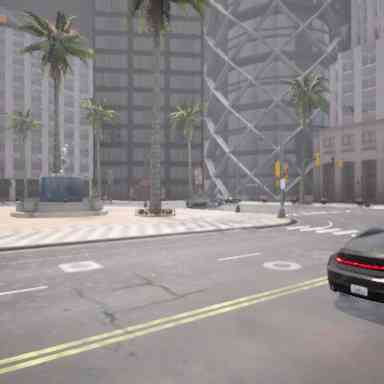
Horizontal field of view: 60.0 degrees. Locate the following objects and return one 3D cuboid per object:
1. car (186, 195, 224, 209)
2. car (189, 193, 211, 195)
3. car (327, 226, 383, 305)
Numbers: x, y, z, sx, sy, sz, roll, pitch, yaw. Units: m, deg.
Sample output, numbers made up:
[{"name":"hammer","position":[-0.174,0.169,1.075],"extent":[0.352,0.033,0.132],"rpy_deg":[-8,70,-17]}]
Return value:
[{"name":"car","position":[1.345,1.476,44.124],"extent":[4.902,1.511,2.128],"rpy_deg":[0,0,40]},{"name":"car","position":[1.864,1.204,48.310],"extent":[5.566,2.045,2.150],"rpy_deg":[0,0,36]},{"name":"car","position":[4.956,1.500,7.330],"extent":[4.892,1.490,1.837],"rpy_deg":[0,0,-35]}]
